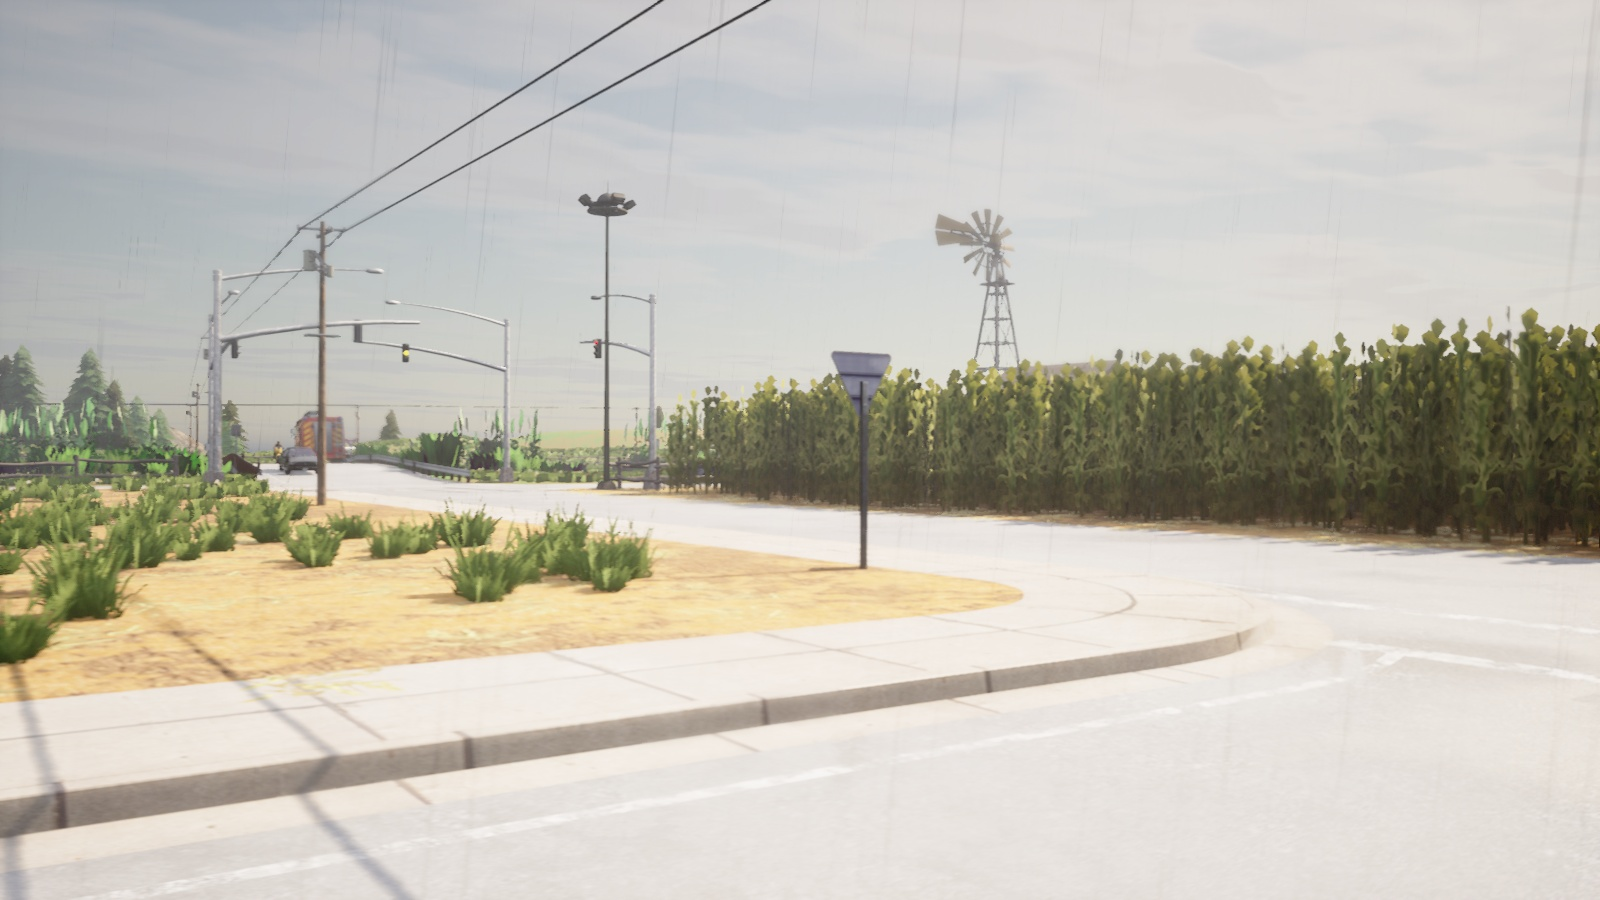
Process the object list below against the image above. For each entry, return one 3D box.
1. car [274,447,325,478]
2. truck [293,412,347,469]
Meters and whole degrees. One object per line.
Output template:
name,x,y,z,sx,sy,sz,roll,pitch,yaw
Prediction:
car,-27.842,0.658,69.783,2.033,1.411,5.357,0,3,-28
truck,-35.374,-0.636,92.393,2.891,3.827,8.468,-3,0,-25
